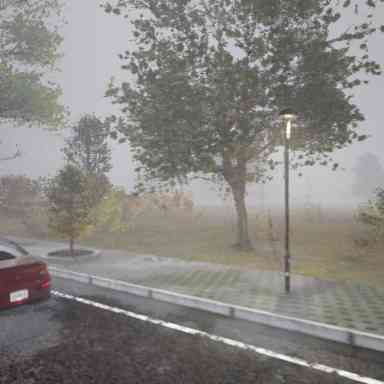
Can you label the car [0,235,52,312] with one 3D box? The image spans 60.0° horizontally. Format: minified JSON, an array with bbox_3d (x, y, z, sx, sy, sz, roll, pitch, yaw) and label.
[{"bbox_3d":[-4.808,1.589,6.919,4.674,1.442,1.812,0,0,35],"label":"car"}]
